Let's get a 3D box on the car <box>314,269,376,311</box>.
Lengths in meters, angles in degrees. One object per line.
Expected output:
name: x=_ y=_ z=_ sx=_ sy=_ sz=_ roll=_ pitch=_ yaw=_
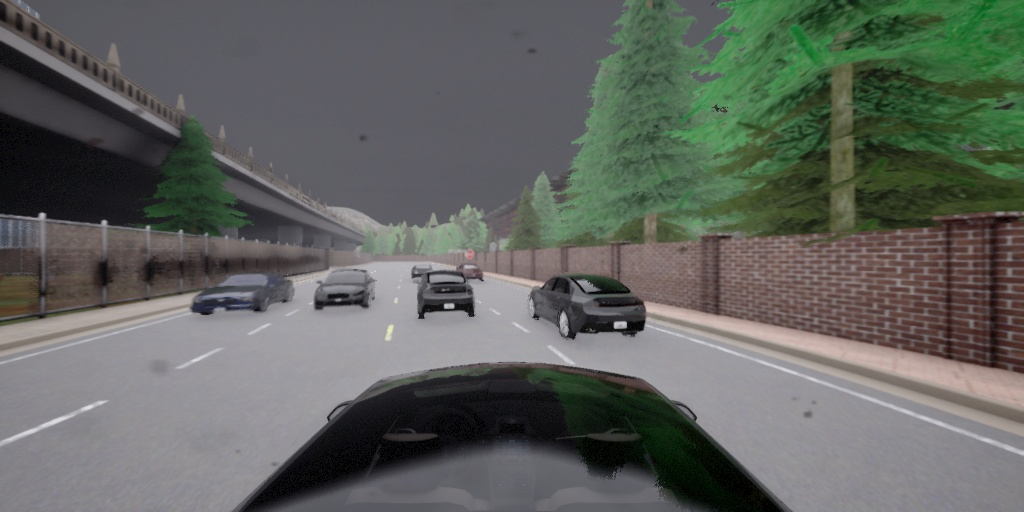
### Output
car: x=-6.763 y=1.298 z=14.890 sx=1.837 sy=1.490 sz=4.892 roll=0 pitch=0 yaw=-16

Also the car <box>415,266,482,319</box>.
car: x=-2.520 y=1.278 z=13.182 sx=1.837 sy=1.490 sz=4.892 roll=0 pitch=0 yaw=-15

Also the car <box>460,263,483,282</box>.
car: x=-3.559 y=1.321 z=29.422 sx=1.812 sy=1.442 sz=4.674 roll=0 pitch=0 yaw=-16

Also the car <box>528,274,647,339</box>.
car: x=1.825 y=1.256 z=10.130 sx=1.837 sy=1.490 sz=4.892 roll=0 pitch=0 yaw=-13

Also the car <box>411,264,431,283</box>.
car: x=-8.123 y=1.417 z=32.475 sx=1.895 sy=1.301 sz=4.718 roll=0 pitch=0 yaw=-17

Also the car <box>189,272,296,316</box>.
car: x=-10.192 y=1.354 z=14.143 sx=2.033 sy=1.411 sz=5.357 roll=0 pitch=0 yaw=-17
